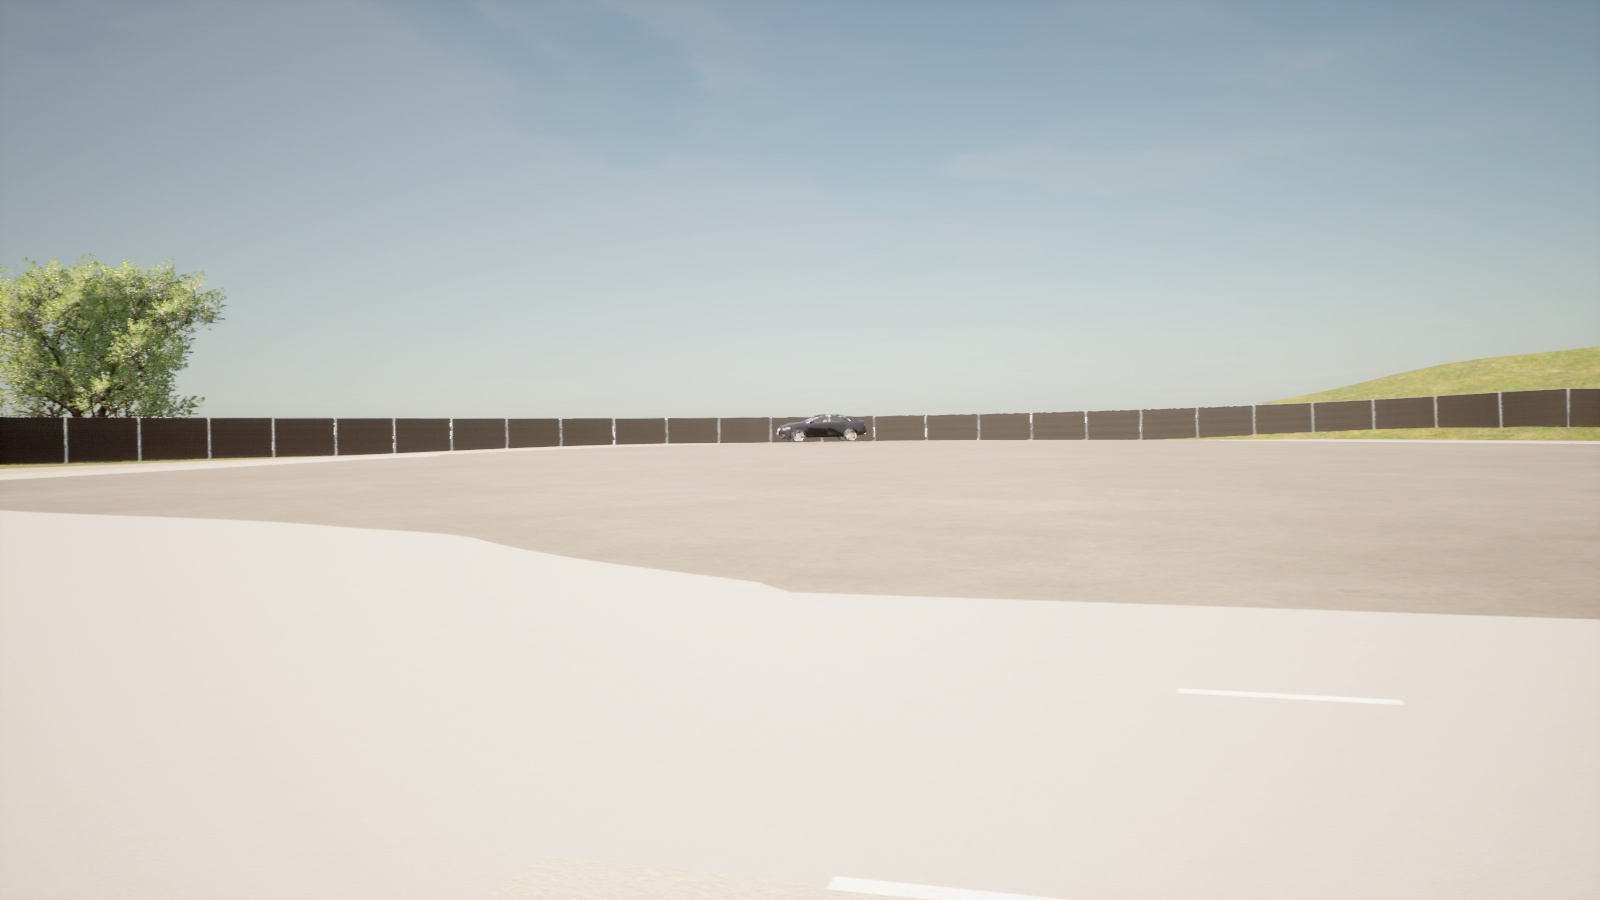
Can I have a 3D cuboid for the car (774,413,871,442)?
[{"bbox_3d":[1.188,-1.207,68.187,4.902,1.511,2.128,-1,0,-11],"label":"car"}]
